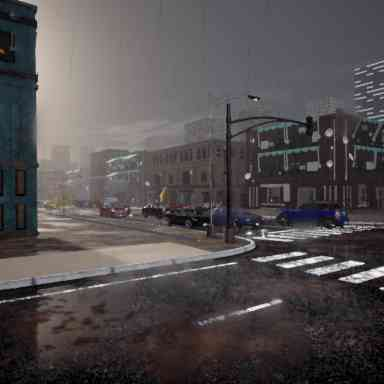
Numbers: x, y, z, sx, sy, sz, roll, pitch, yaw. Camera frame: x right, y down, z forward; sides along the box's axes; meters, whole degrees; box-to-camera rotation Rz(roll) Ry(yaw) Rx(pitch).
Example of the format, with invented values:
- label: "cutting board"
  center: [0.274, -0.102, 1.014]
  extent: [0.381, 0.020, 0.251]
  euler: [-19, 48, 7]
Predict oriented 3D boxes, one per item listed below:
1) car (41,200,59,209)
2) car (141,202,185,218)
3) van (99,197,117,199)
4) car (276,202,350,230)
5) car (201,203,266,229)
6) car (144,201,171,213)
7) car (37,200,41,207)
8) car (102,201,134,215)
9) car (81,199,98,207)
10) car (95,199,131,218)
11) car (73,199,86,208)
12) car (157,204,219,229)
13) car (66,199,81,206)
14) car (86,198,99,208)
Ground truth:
- label: "car"
  center: [-24.248, 2.233, 57.603]
  extent: [1.752, 1.417, 4.829]
  euler: [-1, 0, -35]
- label: "car"
  center: [-3.198, 1.812, 32.451]
  extent: [2.128, 1.511, 4.902]
  euler: [-1, 0, -35]
- label: "van"
  center: [-14.314, 1.907, 58.082]
  extent: [1.690, 1.788, 3.998]
  euler: [-1, 0, -35]
- label: "car"
  center: [7.986, 1.464, 22.324]
  extent: [4.553, 1.767, 2.097]
  euler: [-2, -1, 43]
- label: "car"
  center: [2.782, 1.750, 23.990]
  extent: [2.033, 1.411, 5.357]
  euler: [-1, 0, -34]
- label: "car"
  center: [-4.693, 1.966, 44.544]
  extent: [1.802, 1.307, 4.206]
  euler: [-2, 0, -35]
- label: "car"
  center: [-30.756, 2.376, 66.768]
  extent: [2.008, 1.369, 4.403]
  euler: [-1, 0, -35]
- label: "car"
  center: [-9.199, 1.930, 40.916]
  extent: [2.128, 1.511, 4.902]
  euler: [-1, 0, -35]
- label: "car"
  center: [-20.719, 2.228, 67.108]
  extent: [1.887, 1.381, 4.507]
  euler: [-1, 0, -35]
- label: "car"
  center: [-8.324, 1.846, 35.177]
  extent: [1.967, 1.590, 4.097]
  euler: [-1, 0, -35]
- label: "car"
  center: [-20.457, 2.192, 62.280]
  extent: [1.812, 1.442, 4.674]
  euler: [-1, 0, -35]
- label: "car"
  center: [-0.385, 1.815, 23.793]
  extent: [1.947, 1.339, 4.313]
  euler: [-1, 0, -35]
- label: "car"
  center: [-27.129, 2.364, 76.135]
  extent: [1.947, 1.339, 4.313]
  euler: [-1, 0, -35]
- label: "car"
  center: [-17.520, 1.940, 62.595]
  extent: [2.192, 1.841, 5.009]
  euler: [-1, 0, -35]
